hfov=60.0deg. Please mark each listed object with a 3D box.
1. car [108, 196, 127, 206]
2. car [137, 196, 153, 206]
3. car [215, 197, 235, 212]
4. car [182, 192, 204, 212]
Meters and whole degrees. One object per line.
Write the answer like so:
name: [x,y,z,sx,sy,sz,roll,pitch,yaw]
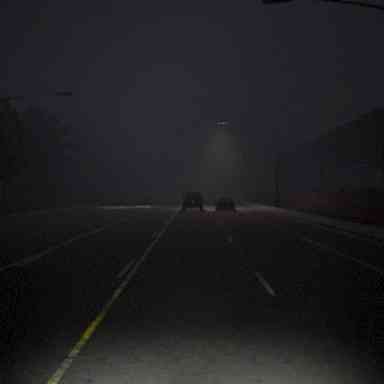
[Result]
car: [-10.542,1.296,47.897,1.812,1.442,4.674,0,0,1]
car: [-7.016,1.307,50.120,2.033,1.411,5.357,0,0,0]
car: [3.597,1.301,36.647,1.882,1.535,5.008,0,0,0]
car: [0.096,1.047,36.217,2.150,2.045,5.566,0,0,0]
